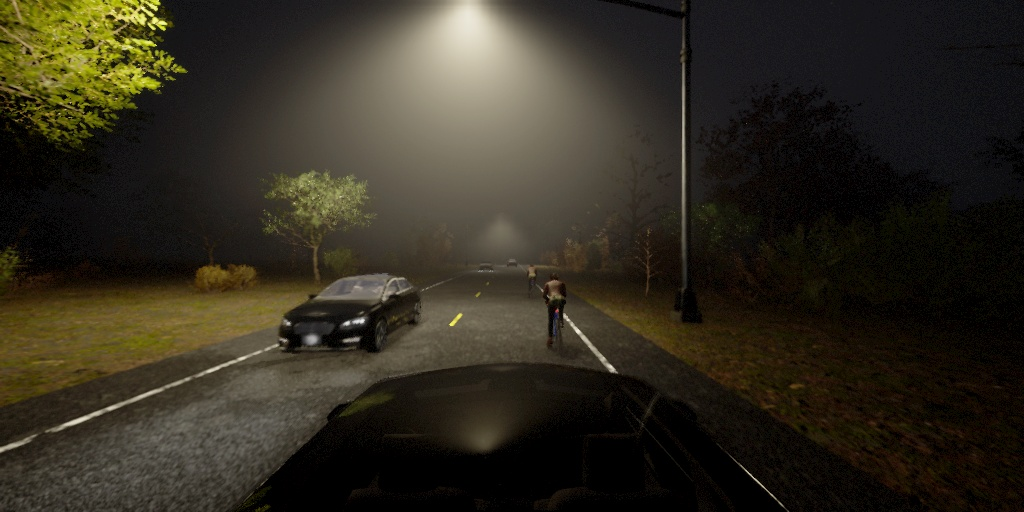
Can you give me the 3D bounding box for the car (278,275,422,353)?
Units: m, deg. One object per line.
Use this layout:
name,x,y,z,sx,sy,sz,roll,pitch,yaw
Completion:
car,-3.600,1.241,8.887,2.128,1.511,4.902,0,0,0

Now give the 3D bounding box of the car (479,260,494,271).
car,-3.592,1.328,50.805,2.033,1.411,5.357,0,0,0

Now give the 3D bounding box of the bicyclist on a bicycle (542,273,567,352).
bicyclist on a bicycle,0.961,1.203,7.974,0.582,1.620,1.656,0,0,0

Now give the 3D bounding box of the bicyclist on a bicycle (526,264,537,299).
bicyclist on a bicycle,0.961,1.205,17.228,0.582,1.620,1.656,0,0,0
